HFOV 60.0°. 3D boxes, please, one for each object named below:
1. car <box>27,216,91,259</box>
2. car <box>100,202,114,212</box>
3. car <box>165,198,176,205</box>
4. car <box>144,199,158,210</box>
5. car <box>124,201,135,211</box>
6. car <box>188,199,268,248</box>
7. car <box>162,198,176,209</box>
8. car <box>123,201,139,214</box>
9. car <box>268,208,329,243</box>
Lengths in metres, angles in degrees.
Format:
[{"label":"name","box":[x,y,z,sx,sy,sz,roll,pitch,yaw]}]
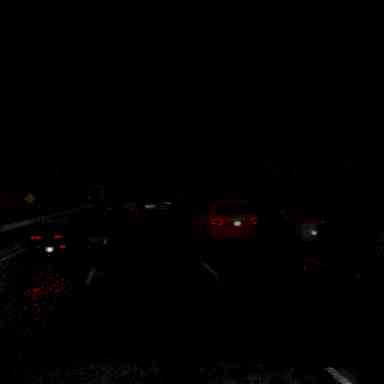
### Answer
[{"label":"car","box":[-5.523,1.790,14.128,1.837,1.490,4.892,-1,0,-11]},{"label":"car","box":[-13.541,2.396,53.143,1.837,1.490,4.892,-1,-1,-12]},{"label":"car","box":[-5.284,2.358,82.075,2.097,1.767,4.553,-1,-1,-12]},{"label":"car","box":[-6.917,2.361,55.674,1.895,1.301,4.718,-1,-1,-12]},{"label":"car","box":[-10.981,2.387,58.010,1.837,1.490,4.892,-1,-1,-12]},{"label":"car","box":[1.278,1.362,15.767,2.150,2.045,5.566,-1,0,-11]},{"label":"car","box":[-4.203,2.231,59.787,2.128,1.511,4.902,-1,-1,-12]},{"label":"car","box":[-8.431,2.172,46.088,1.882,1.535,5.008,-1,0,-11]},{"label":"car","box":[4.711,1.557,16.478,2.128,1.511,4.902,-1,-1,-11]}]
